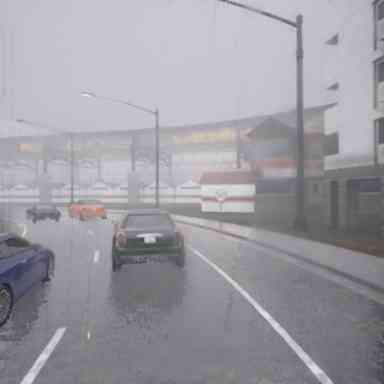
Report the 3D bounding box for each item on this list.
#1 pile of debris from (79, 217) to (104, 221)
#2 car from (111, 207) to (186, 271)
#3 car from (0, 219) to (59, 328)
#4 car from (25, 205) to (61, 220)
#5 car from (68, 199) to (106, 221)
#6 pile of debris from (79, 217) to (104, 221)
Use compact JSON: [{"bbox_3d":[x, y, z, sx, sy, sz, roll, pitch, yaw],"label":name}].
[{"bbox_3d":[-8.221,2.182,27.200,1.500,0.140,1.860,0,0,-34],"label":"pile of debris"},{"bbox_3d":[-1.616,1.344,11.274,2.097,1.767,4.553,0,0,-12],"label":"car"},{"bbox_3d":[-4.216,1.541,6.707,1.812,1.442,4.674,0,0,-8],"label":"car"},{"bbox_3d":[-11.753,1.631,26.047,1.895,1.301,4.718,0,0,-34],"label":"car"},{"bbox_3d":[-8.798,1.361,27.680,2.097,1.767,4.553,-1,0,-33],"label":"car"},{"bbox_3d":[-8.221,2.182,27.200,1.500,0.140,1.860,0,0,-34],"label":"pile of debris"}]
